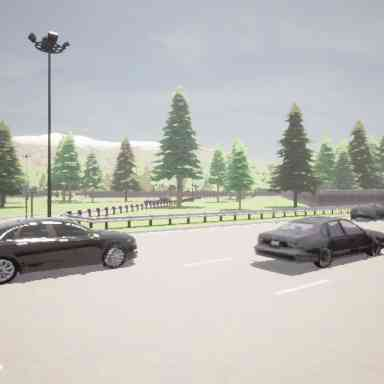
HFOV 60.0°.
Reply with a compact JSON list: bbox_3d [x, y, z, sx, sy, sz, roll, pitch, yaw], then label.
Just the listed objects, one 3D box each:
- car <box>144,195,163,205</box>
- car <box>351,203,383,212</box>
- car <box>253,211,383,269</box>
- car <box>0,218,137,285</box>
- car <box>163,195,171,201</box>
[{"bbox_3d":[-6.829,1.601,57.404,1.895,1.301,4.718,0,0,6],"label":"car"},{"bbox_3d":[14.727,1.563,27.106,4.181,1.385,1.994,0,0,-35],"label":"car"},{"bbox_3d":[4.476,1.547,11.224,5.357,1.411,2.033,0,0,-35],"label":"car"},{"bbox_3d":[-3.958,1.506,9.519,4.892,1.490,1.837,0,0,-35],"label":"car"},{"bbox_3d":[-5.645,1.351,69.772,2.097,1.767,4.553,0,0,5],"label":"car"}]
